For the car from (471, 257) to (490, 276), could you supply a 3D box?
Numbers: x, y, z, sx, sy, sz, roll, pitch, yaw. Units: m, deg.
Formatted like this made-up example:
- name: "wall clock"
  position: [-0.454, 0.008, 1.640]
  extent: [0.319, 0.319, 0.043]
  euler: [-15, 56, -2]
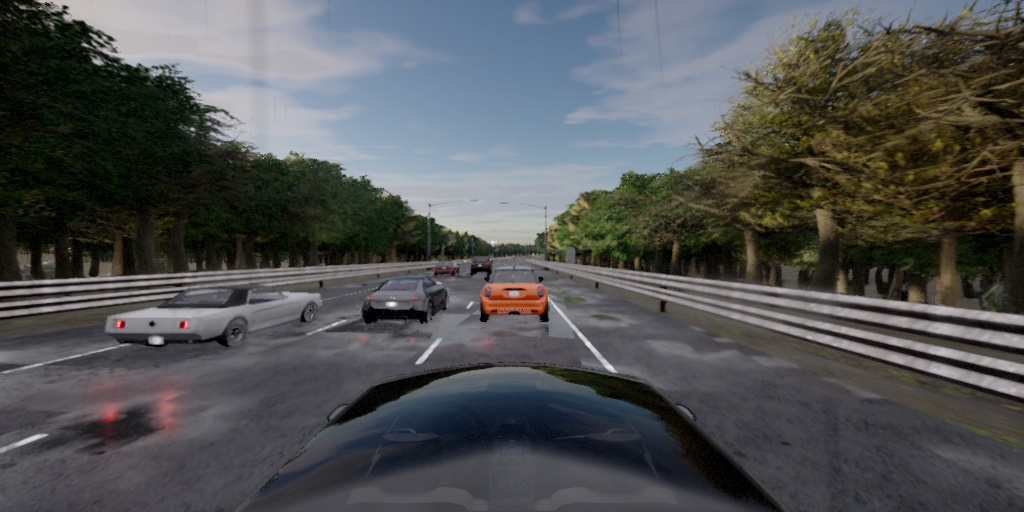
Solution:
- name: "car"
  position: [-3.396, 1.120, 40.682]
  extent: [2.150, 2.045, 5.566]
  euler: [0, 0, 0]

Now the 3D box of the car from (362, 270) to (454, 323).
- name: "car"
  position: [-3.423, 1.350, 12.226]
  extent: [1.994, 1.385, 4.181]
  euler: [0, 0, 0]

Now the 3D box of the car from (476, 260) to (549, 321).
- name: "car"
  position: [0.077, 1.138, 12.685]
  extent: [2.097, 1.767, 4.553]
  euler: [0, 0, 0]

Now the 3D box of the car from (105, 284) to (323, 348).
- name: "car"
  position: [-6.939, 1.375, 9.236]
  extent: [1.895, 1.301, 4.718]
  euler: [0, 0, 0]

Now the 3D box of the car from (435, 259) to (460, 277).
- name: "car"
  position: [-6.898, 1.240, 38.621]
  extent: [2.097, 1.767, 4.553]
  euler: [0, 0, 0]
